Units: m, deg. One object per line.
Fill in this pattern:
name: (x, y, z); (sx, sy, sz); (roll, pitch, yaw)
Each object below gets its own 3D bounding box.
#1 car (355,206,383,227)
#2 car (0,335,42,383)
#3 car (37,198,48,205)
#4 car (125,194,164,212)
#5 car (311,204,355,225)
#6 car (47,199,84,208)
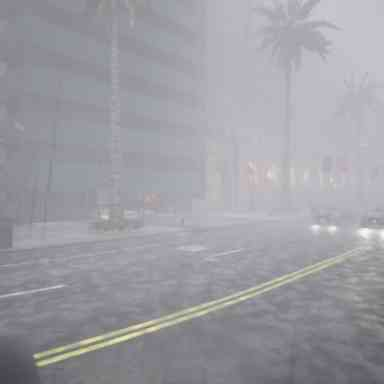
car: (12.954, 1.672, 22.582); (1.994, 1.385, 4.181); (0, 0, 43)
car: (-3.351, 1.523, 1.620); (4.892, 1.490, 1.837); (0, 0, -33)
car: (-27.373, 1.815, 59.718); (2.161, 1.482, 4.786); (0, 0, 43)
car: (-5.206, 1.269, 39.356); (2.435, 2.045, 5.566); (0, 0, 43)
car: (11.163, 1.677, 25.788); (2.033, 1.411, 5.357); (0, 0, 43)
car: (-19.225, 1.801, 51.450); (1.895, 1.301, 4.718); (0, 0, 43)
